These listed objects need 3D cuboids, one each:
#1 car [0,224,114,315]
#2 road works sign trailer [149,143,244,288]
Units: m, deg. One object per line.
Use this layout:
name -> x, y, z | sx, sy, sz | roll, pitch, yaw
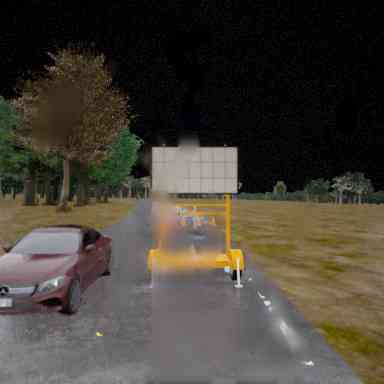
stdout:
car -> -3.060, 1.522, 7.672 | 1.812, 1.442, 4.674 | 0, 0, -1
road works sign trailer -> 0.071, 0.464, 9.224 | 2.380, 3.560, 2.880 | 0, 0, -2
